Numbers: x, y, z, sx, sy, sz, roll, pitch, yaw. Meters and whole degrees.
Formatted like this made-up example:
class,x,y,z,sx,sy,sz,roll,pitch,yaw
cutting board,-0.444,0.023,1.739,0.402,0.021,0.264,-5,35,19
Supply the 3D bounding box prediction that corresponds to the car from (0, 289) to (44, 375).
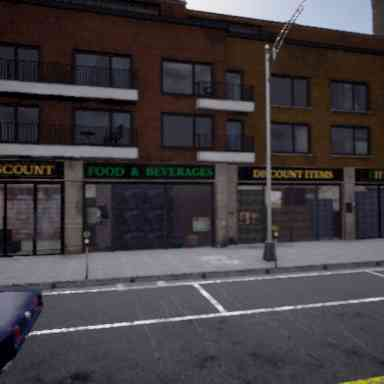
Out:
class,x,y,z,sx,sy,sz,roll,pitch,yaw
car,-4.434,1.730,3.912,4.718,1.301,1.895,0,-1,-14
